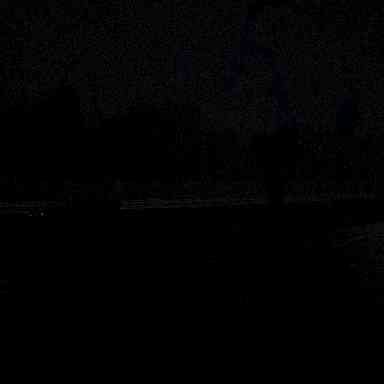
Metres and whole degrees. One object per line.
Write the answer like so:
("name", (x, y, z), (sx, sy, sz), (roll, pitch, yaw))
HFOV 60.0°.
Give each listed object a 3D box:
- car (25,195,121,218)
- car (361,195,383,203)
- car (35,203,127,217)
("car", (-6.916, 1.203, 20.521), (5.566, 2.045, 2.150), (0, 0, -35))
("car", (26.025, 1.076, 47.046), (4.718, 1.301, 1.895), (-1, 1, -33))
("car", (-5.033, 1.532, 17.569), (5.357, 1.411, 2.033), (0, 0, -35))
